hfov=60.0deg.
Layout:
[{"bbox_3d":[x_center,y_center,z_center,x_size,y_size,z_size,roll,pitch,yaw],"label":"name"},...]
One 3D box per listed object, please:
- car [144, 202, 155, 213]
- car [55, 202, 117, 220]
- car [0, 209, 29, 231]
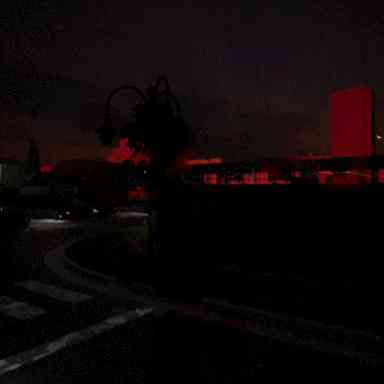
[{"bbox_3d":[-3.247,1.514,36.520,1.812,1.442,4.674,1,0,36],"label":"car"},{"bbox_3d":[-8.894,1.535,28.540,2.033,1.411,5.357,1,0,35],"label":"car"},{"bbox_3d":[-11.550,1.496,18.398,1.882,1.535,5.008,-1,0,27],"label":"car"}]
